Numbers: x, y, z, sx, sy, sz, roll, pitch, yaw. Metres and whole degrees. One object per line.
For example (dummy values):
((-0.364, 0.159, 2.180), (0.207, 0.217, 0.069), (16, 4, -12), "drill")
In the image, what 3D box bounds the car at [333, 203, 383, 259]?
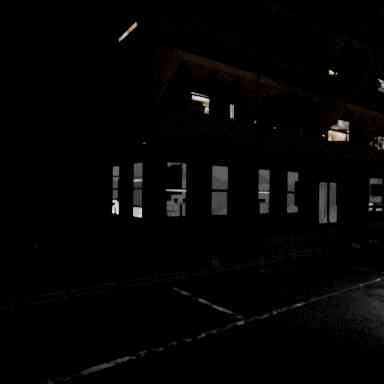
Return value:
((7.023, 1.319, 11.579), (5.009, 1.841, 2.192), (0, 1, -36), "car")
